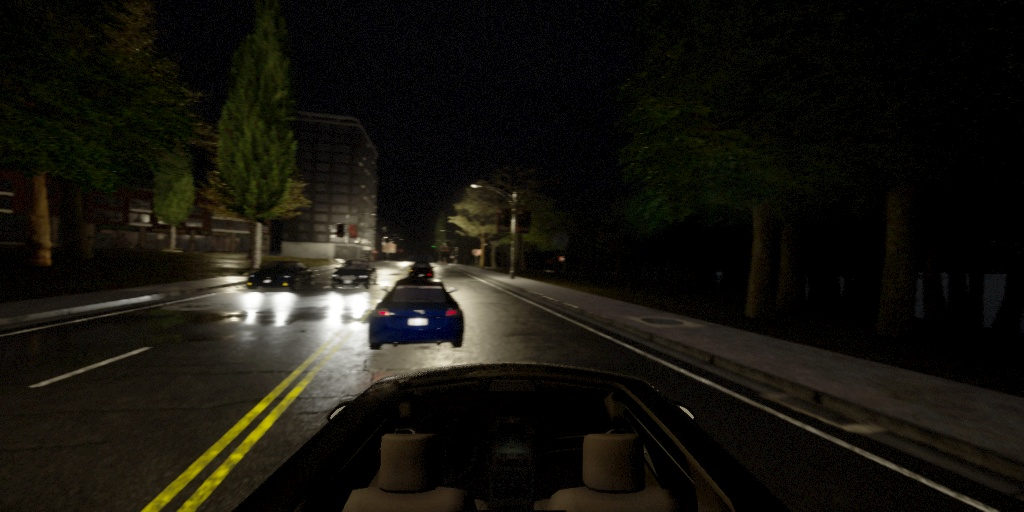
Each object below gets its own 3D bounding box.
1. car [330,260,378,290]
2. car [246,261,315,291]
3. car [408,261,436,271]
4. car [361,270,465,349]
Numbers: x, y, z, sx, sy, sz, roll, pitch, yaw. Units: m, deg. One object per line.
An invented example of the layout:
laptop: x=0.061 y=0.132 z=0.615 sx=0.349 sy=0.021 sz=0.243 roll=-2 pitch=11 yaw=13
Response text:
car: x=-8.557 y=0.979 z=19.830 sx=2.128 sy=1.511 sz=4.902 roll=2 pitch=0 yaw=-14
car: x=-11.472 y=0.937 z=18.077 sx=1.994 sy=1.385 sz=4.181 roll=2 pitch=0 yaw=-14
car: x=-6.568 y=1.116 z=26.131 sx=1.812 sy=1.442 sz=4.674 roll=2 pitch=0 yaw=-14
car: x=-2.316 y=1.242 z=8.954 sx=1.994 sy=1.385 sz=4.181 roll=2 pitch=0 yaw=-14
